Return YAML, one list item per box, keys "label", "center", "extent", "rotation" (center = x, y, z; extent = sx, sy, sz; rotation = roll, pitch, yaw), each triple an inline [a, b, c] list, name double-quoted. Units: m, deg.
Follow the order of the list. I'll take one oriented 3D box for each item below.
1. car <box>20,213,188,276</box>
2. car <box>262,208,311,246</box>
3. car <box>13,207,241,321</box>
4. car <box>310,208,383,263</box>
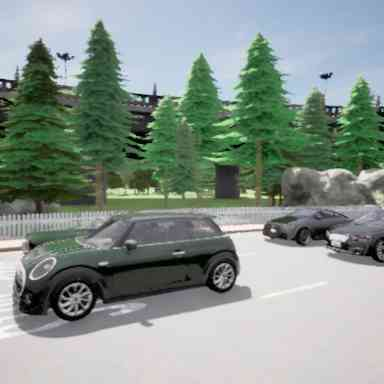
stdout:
- label: "car"
  center: [-2.650, 1.438, 10.326]
  extent: [4.718, 1.301, 1.895]
  rotation: [0, 1, -29]
- label: "car"
  center: [5.156, 1.398, 14.354]
  extent: [4.181, 1.385, 1.994]
  rotation: [0, 1, -23]
- label: "car"
  center: [-1.222, 1.242, 7.079]
  extent: [4.553, 1.767, 2.097]
  rotation: [0, 1, -30]
- label: "car"
  center: [6.844, 1.377, 11.383]
  extent: [4.902, 1.511, 2.128]
  rotation: [0, 1, -21]
